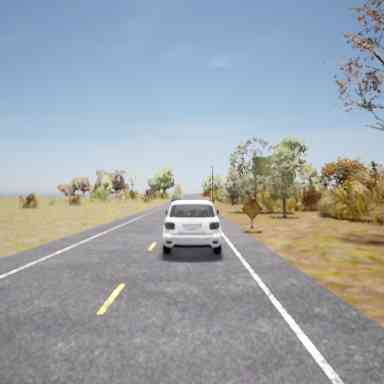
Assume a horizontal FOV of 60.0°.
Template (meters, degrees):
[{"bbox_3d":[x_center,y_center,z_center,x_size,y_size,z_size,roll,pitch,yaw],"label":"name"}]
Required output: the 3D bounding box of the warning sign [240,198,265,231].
[{"bbox_3d":[3.551,1.296,19.664,1.300,1.860,1.060,0,-1,0],"label":"warning sign"}]

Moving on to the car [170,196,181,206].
[{"bbox_3d":[-3.480,1.824,71.760,2.150,2.045,5.566,0,0,0],"label":"car"}]

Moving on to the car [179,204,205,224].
[{"bbox_3d":[0.009,1.810,29.000,2.033,1.411,5.357,0,0,0],"label":"car"}]

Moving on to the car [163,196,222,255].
[{"bbox_3d":[0.005,1.347,14.017,2.150,2.045,5.566,0,0,0],"label":"car"}]
